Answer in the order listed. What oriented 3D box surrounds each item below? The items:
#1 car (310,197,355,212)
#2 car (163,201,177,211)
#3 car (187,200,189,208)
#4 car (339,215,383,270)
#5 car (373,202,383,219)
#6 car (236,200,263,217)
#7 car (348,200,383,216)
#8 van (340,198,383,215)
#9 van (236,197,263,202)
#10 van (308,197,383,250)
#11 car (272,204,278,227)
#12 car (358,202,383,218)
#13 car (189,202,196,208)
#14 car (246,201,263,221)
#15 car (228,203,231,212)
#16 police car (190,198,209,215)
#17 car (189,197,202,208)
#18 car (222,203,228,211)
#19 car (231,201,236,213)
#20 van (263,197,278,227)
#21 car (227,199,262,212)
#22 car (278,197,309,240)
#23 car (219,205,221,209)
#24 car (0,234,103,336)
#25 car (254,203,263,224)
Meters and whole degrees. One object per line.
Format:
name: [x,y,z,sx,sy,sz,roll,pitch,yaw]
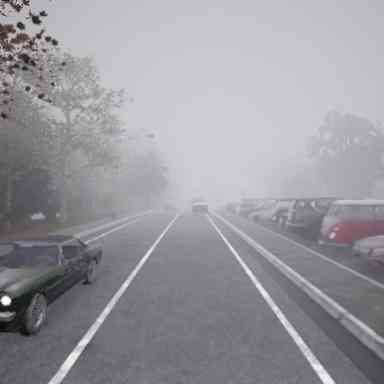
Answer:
car: [20.214,1.791,48.072,5.566,2.045,2.435,0,-1,0]
car: [-3.295,2.141,50.437,1.837,1.490,4.892,0,-2,0]
car: [0.049,2.560,74.661,2.150,2.045,5.566,0,-3,0]
car: [7.054,1.543,9.470,4.674,1.452,2.002,0,0,0]
car: [20.157,1.760,31.452,5.008,1.535,2.097,0,-1,0]
car: [7.088,1.764,31.658,5.008,1.535,2.097,0,-1,0]
car: [20.139,1.726,36.995,4.553,1.767,2.185,0,-1,0]
van: [20.291,1.672,39.766,4.442,1.987,1.878,0,-1,0]
van: [7.204,1.585,34.437,4.442,1.987,1.878,0,-1,0]
van: [6.938,1.278,12.247,4.442,1.987,1.878,0,0,0]
car: [7.092,1.565,17.772,4.792,1.488,2.163,0,0,0]
car: [20.161,1.808,34.348,5.008,1.535,2.097,0,-1,0]
car: [0.064,3.585,90.949,1.837,1.490,4.892,0,-3,0]
car: [7.045,1.702,26.107,4.792,1.488,2.163,0,-1,0]
car: [7.124,1.931,39.984,4.792,1.488,2.163,0,-1,0]
police car: [0.993,1.852,40.495,1.930,1.638,5.238,0,-1,0]
car: [1.002,1.859,50.437,2.150,2.045,5.566,0,-1,0]
car: [7.071,1.696,42.765,5.566,2.045,2.435,0,-1,0]
car: [7.093,1.896,37.209,4.674,1.452,2.002,0,-1,0]
van: [6.950,1.355,20.559,4.442,1.987,1.878,0,-1,0]
car: [7.134,1.871,45.534,4.553,1.767,2.185,0,-1,0]
car: [7.087,1.254,15.023,5.566,2.045,2.435,0,0,0]
car: [7.117,2.112,51.080,4.892,1.521,2.231,0,-1,0]
car: [-3.351,1.627,6.839,1.895,1.301,4.718,0,0,0]
car: [7.074,1.667,23.330,4.674,1.452,2.002,0,-1,0]
